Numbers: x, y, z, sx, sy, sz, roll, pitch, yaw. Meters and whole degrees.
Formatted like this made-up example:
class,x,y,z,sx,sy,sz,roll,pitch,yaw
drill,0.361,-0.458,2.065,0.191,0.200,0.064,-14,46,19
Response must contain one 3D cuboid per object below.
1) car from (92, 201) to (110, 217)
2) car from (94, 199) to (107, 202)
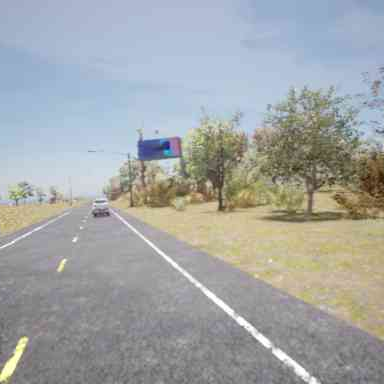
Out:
class,x,y,z,sx,sy,sz,roll,pitch,yaw
car,-10.926,2.210,40.345,2.033,1.411,5.357,-4,0,-15
car,-13.084,2.017,47.714,2.150,2.045,5.566,-4,0,-16
